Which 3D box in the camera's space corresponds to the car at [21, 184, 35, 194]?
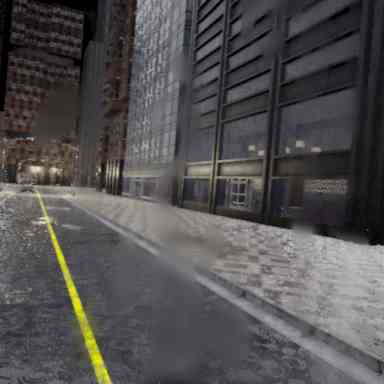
[{"bbox_3d":[-25.538,-0.562,51.848,2.033,1.411,5.357,4,0,-26],"label":"car"}]
